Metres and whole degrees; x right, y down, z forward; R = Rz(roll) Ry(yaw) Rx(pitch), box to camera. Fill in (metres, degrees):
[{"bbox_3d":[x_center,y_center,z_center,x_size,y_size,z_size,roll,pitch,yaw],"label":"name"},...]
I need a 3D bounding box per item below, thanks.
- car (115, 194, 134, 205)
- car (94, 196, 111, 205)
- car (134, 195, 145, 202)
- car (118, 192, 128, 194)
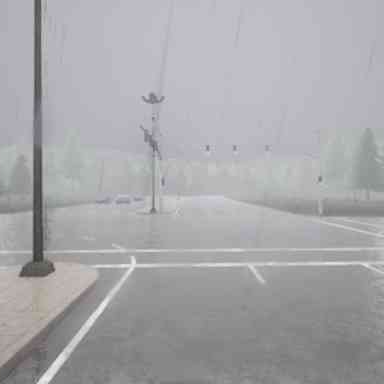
[{"bbox_3d":[-11.521,1.440,56.006,1.994,1.385,4.181,0,0,1],"label":"car"},{"bbox_3d":[-15.020,1.354,55.910,1.882,1.535,5.008,0,0,1],"label":"car"},{"bbox_3d":[-11.458,1.319,72.027,1.882,1.535,5.008,0,0,0],"label":"car"},{"bbox_3d":[-14.959,1.067,71.914,2.150,2.045,5.566,0,0,0],"label":"car"}]
